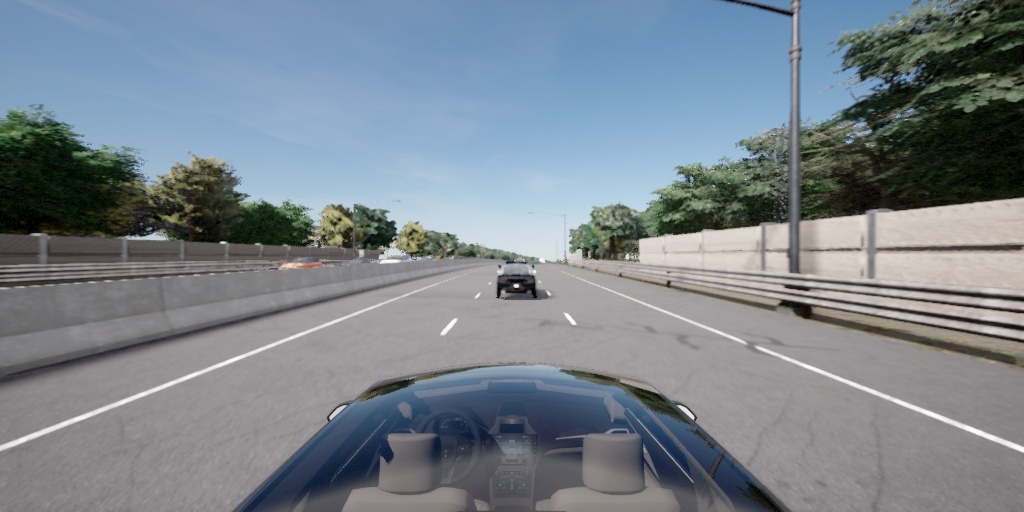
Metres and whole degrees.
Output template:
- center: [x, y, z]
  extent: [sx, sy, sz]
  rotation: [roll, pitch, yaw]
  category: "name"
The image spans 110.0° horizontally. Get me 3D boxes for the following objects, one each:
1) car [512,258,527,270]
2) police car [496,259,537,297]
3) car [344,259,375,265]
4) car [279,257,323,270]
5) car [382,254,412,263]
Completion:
- center: [1.035, 1.103, 49.046]
  extent: [1.882, 1.535, 5.008]
  rotation: [0, 0, 3]
  category: "car"
- center: [0.227, 1.072, 18.140]
  extent: [1.930, 1.638, 5.238]
  rotation: [0, 0, 1]
  category: "police car"
- center: [-16.940, 1.083, 39.812]
  extent: [1.882, 1.535, 5.008]
  rotation: [0, 0, 2]
  category: "car"
- center: [-20.584, 0.939, 35.198]
  extent: [2.097, 1.767, 4.553]
  rotation: [1, 1, 2]
  category: "car"
- center: [-13.370, 0.830, 41.776]
  extent: [2.150, 2.045, 5.566]
  rotation: [0, 0, 2]
  category: "car"
